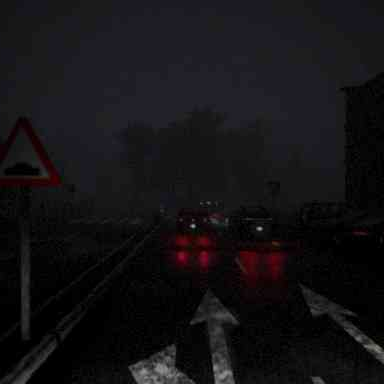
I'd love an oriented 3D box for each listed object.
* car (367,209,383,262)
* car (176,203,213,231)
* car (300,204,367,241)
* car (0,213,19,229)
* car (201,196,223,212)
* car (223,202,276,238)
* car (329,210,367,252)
[{"bbox_3d":[7.605,1.354,8.898,4.553,1.767,2.185,0,0,0],"label":"car"},{"bbox_3d":[0.087,1.565,20.310,1.895,1.301,4.718,0,0,1],"label":"car"},{"bbox_3d":[7.640,1.468,14.412,5.008,1.535,2.097,0,0,0],"label":"car"},{"bbox_3d":[-12.489,1.484,19.009,4.792,1.488,2.163,0,0,0],"label":"car"},{"bbox_3d":[2.306,1.229,36.655,2.097,1.767,4.553,0,0,15],"label":"car"},{"bbox_3d":[3.096,1.465,17.666,2.128,1.511,4.902,0,0,0],"label":"car"},{"bbox_3d":[7.633,1.514,11.656,4.674,1.452,2.002,0,0,0],"label":"car"}]
